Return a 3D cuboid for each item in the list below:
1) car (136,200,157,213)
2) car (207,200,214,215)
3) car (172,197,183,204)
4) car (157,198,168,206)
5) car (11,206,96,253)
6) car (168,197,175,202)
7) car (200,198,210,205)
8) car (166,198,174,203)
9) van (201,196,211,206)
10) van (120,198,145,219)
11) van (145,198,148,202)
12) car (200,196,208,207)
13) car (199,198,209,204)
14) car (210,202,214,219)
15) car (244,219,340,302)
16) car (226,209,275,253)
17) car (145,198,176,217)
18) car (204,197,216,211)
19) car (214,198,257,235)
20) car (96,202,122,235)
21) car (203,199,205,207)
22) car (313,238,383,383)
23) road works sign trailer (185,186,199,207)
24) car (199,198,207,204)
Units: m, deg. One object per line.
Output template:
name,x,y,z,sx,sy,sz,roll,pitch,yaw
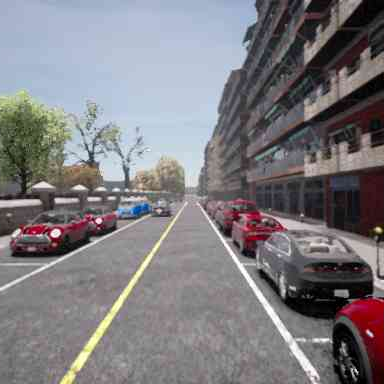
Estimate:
car,-5.691,1.800,41.952,2.008,1.369,4.403,0,0,0
car,2.690,1.722,30.694,1.887,1.381,4.507,0,0,0
car,-3.004,1.907,76.399,1.837,1.490,4.892,0,0,0
car,-5.692,1.930,64.304,1.752,1.417,4.829,0,0,0
car,-5.689,1.517,13.804,1.967,1.590,4.097,0,0,0
car,-5.695,2.152,92.624,1.887,1.381,4.507,0,0,0
car,2.687,2.012,70.104,1.947,1.339,4.313,0,0,0
car,-5.694,2.147,86.995,1.802,1.307,4.206,0,0,0
van,2.688,1.747,64.475,1.690,1.788,3.998,0,0,0
van,-5.690,1.518,30.694,1.690,1.788,3.998,0,0,0
van,-5.690,1.553,36.323,1.690,1.788,3.998,0,0,0
car,2.689,1.602,47.584,2.192,1.841,5.009,0,0,0
car,2.687,2.036,75.735,2.008,1.369,4.403,0,0,0
car,2.690,1.693,25.064,2.008,1.369,4.403,0,0,0
car,2.691,1.596,8.173,2.008,1.369,4.403,0,0,0
car,2.691,1.622,13.803,1.887,1.381,4.507,0,0,0
car,-3.096,1.690,33.914,2.128,1.511,4.902,0,-1,0
car,2.690,1.652,36.323,1.967,1.590,4.097,0,0,0
car,2.692,1.425,19.434,2.192,1.841,5.009,0,0,0
car,-5.689,1.550,19.433,1.967,1.590,4.097,0,0,0
car,2.689,1.831,41.954,1.802,1.307,4.206,0,0,0
car,2.692,1.455,2.544,1.967,1.590,4.097,0,0,0
road works sign trailer,-0.003,0.827,58.301,2.380,3.560,2.880,0,0,0
car,2.687,2.070,81.365,1.887,1.381,4.507,0,0,0
